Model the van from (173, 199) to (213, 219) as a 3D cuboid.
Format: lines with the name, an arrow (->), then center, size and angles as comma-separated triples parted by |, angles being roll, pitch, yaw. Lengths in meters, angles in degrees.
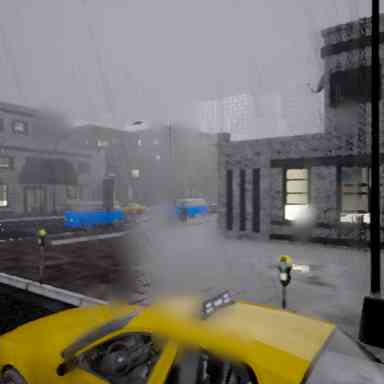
van -> -0.054, 1.546, 31.133 | 1.690, 1.788, 3.998 | 0, 0, 35

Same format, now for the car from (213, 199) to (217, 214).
car -> 3.109, 1.766, 35.657 | 1.887, 1.381, 4.507 | 0, 0, 35

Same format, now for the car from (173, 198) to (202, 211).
car -> -0.585, 1.669, 45.000 | 1.967, 1.590, 4.097 | 0, 0, 35

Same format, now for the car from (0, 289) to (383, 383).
car -> -0.026, 1.535, 2.885 | 4.829, 1.417, 1.752 | 0, 0, 35

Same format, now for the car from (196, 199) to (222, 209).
car -> 2.577, 1.792, 49.526 | 1.887, 1.381, 4.507 | 0, 0, 35

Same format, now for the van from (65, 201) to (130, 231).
van -> -6.380, 1.516, 22.080 | 1.690, 1.788, 3.998 | 0, 0, 35

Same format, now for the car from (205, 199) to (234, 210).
car -> 3.972, 1.753, 46.941 | 1.837, 1.490, 4.892 | 0, -1, 35

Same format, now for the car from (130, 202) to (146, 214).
car -> -7.010, 1.720, 35.808 | 1.752, 1.417, 4.829 | 0, 0, 35
